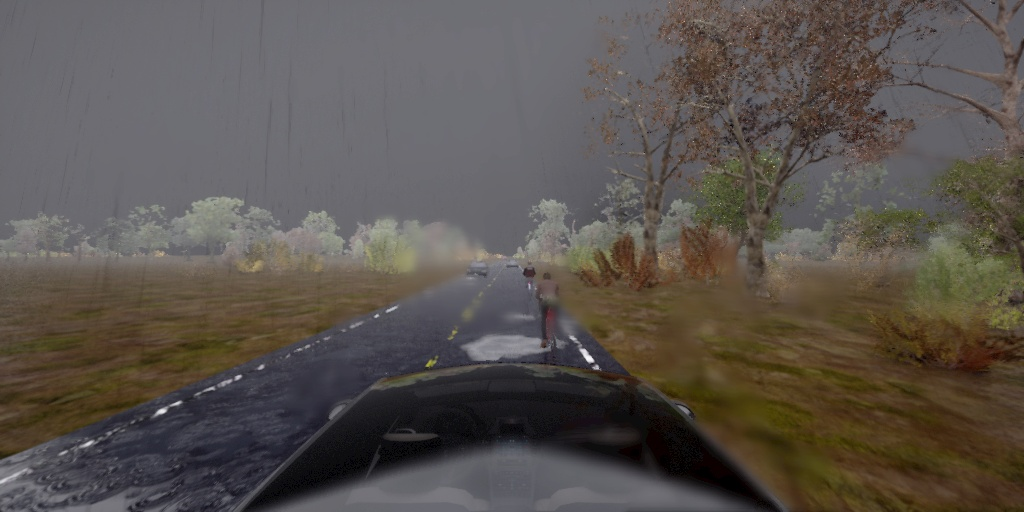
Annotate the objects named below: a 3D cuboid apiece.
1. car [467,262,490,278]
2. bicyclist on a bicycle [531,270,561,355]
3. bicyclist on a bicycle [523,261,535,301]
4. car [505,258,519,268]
[{"bbox_3d":[-3.105,1.300,34.464,2.033,1.411,5.357,0,0,0],"label":"car"},{"bbox_3d":[0.811,1.201,7.722,0.582,1.620,1.656,-1,0,0],"label":"bicyclist on a bicycle"},{"bbox_3d":[0.813,1.119,16.547,0.659,1.776,1.843,-1,0,0],"label":"bicyclist on a bicycle"},{"bbox_3d":[0.095,1.319,60.913,1.994,1.385,4.181,0,0,-1],"label":"car"}]
